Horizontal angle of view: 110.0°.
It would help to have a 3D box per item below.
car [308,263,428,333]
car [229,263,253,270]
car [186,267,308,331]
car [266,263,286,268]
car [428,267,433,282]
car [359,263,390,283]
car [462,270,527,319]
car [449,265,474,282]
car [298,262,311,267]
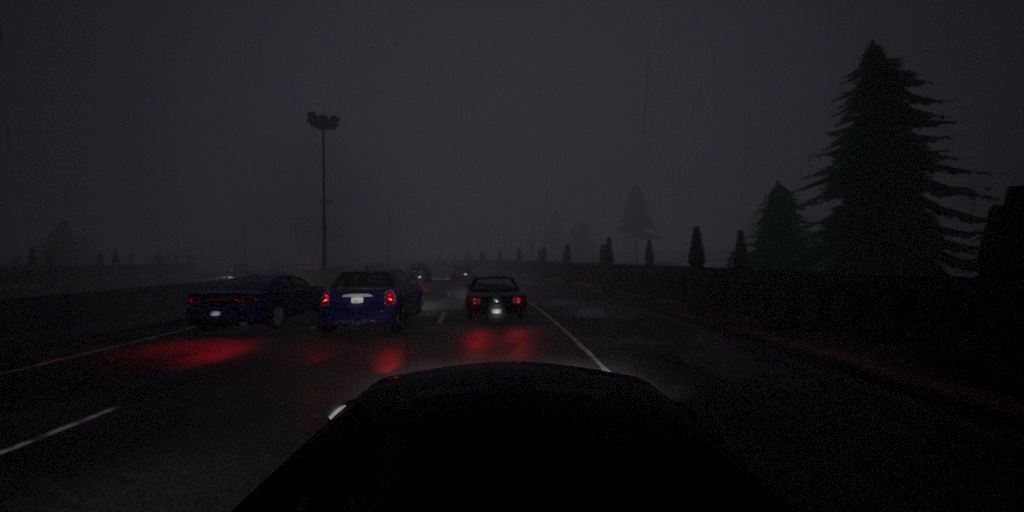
[{"bbox_3d":[-4.089,1.139,11.117,2.097,1.767,4.553,0,0,-6],"label":"car"},{"bbox_3d":[-32.209,1.621,42.692,1.837,1.490,4.892,0,-1,-29],"label":"car"},{"bbox_3d":[-7.600,1.282,11.350,1.882,1.535,5.008,0,0,-6],"label":"car"},{"bbox_3d":[-28.829,1.613,43.818,1.812,1.442,4.674,0,0,-29],"label":"car"},{"bbox_3d":[-7.666,1.363,29.631,1.837,1.490,4.892,0,0,-15],"label":"car"},{"bbox_3d":[-11.549,1.378,30.383,2.128,1.511,4.902,0,0,-17],"label":"car"},{"bbox_3d":[-0.705,1.374,12.917,1.895,1.301,4.718,0,0,-6],"label":"car"},{"bbox_3d":[-4.132,1.400,29.886,1.994,1.385,4.181,0,0,-15],"label":"car"},{"bbox_3d":[-24.690,1.525,43.523,1.882,1.535,5.008,0,0,-28],"label":"car"}]
